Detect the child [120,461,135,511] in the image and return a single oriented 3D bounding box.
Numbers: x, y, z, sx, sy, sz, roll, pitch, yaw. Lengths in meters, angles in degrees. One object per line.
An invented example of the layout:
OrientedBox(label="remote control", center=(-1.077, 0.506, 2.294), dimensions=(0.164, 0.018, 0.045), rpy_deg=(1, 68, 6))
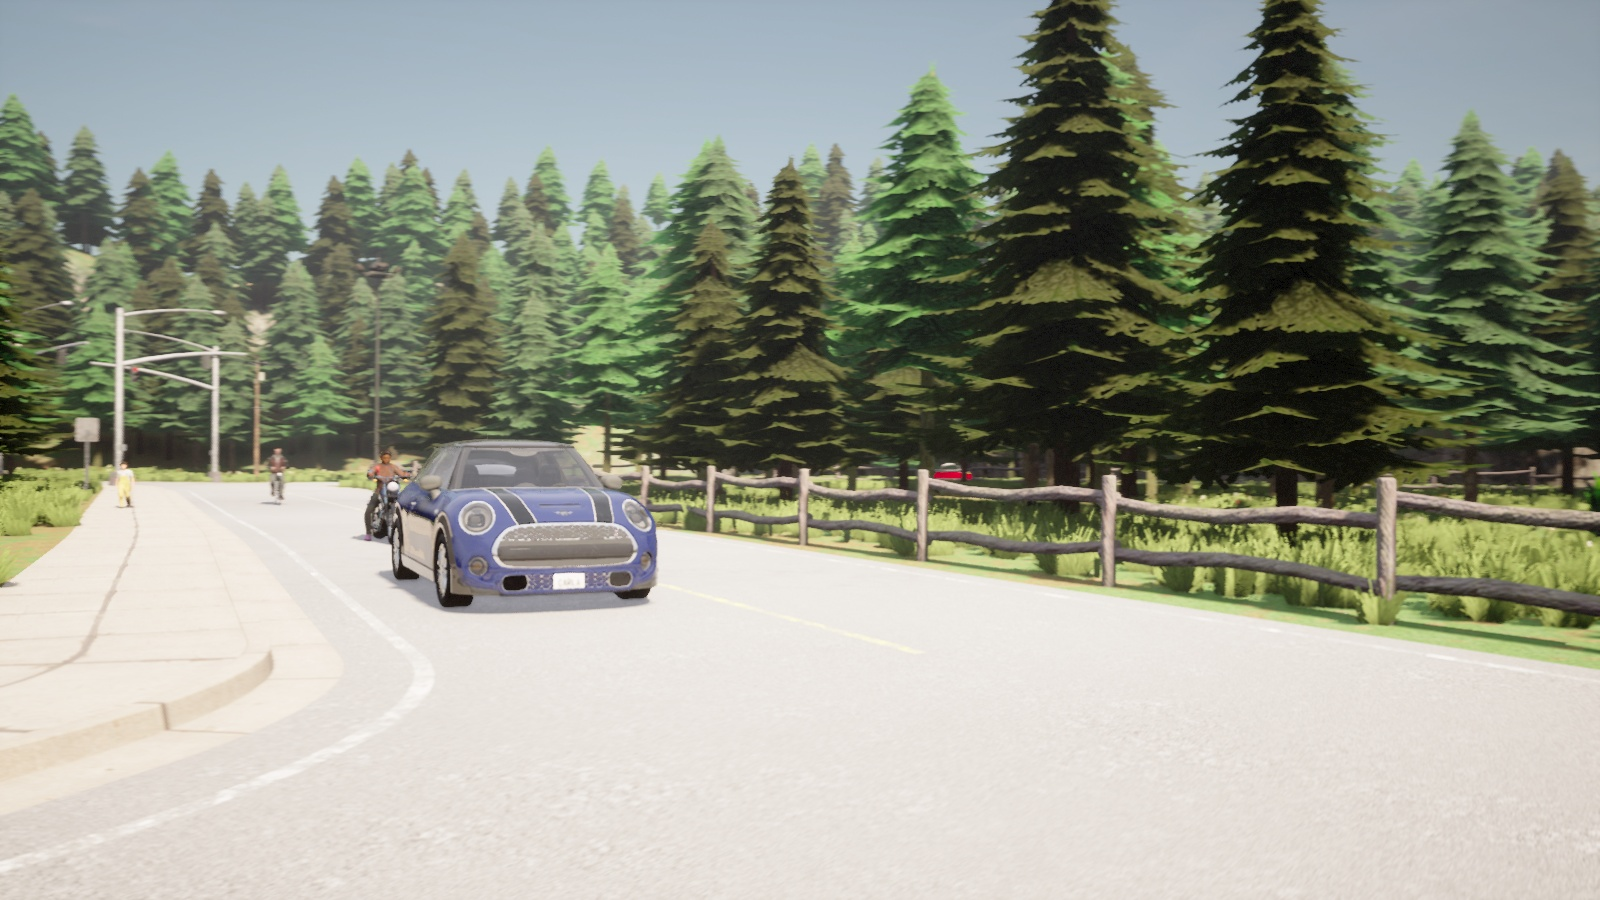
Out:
OrientedBox(label="child", center=(-17.055, 0.901, 31.838), dimensions=(0.270, 1.263, 0.437), rpy_deg=(0, 0, -19))

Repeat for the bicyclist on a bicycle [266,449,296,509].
OrientedBox(label="bicyclist on a bicycle", center=(-15.786, 0.881, 38.156), dimensions=(0.659, 1.776, 1.843), rpy_deg=(0, -1, -28))

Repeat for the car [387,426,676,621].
OrientedBox(label="car", center=(-3.146, 0.684, 13.878), dimensions=(2.097, 1.767, 4.553), rpy_deg=(0, -1, -26))

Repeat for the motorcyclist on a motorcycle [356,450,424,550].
OrientedBox(label="motorcyclist on a motorcycle", center=(-7.165, 0.834, 21.886), dimensions=(0.766, 1.649, 2.350), rpy_deg=(0, 0, -27))

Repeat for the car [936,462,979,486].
OrientedBox(label="car", center=(9.265, 1.407, 73.972), dimensions=(2.207, 1.376, 1.481), rpy_deg=(0, -1, 23))
